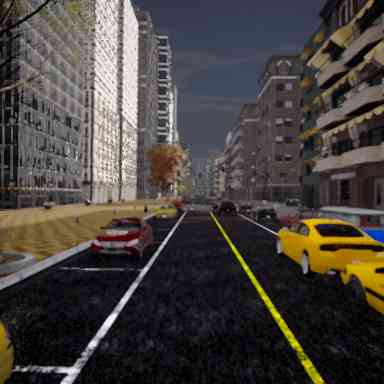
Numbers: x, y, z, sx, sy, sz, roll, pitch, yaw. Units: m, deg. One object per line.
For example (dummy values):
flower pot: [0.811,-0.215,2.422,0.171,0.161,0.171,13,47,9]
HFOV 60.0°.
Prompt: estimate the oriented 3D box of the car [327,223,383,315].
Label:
car: [3.952,1.529,4.778,1.801,1.575,5.366,1,0,1]

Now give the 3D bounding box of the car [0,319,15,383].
car: [-2.708,1.497,1.415,1.752,1.417,4.829,1,0,1]

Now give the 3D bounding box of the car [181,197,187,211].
car: [-1.925,1.710,40.306,1.887,1.381,4.507,1,0,1]

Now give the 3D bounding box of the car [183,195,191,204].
car: [-1.270,1.669,72.688,2.192,1.841,5.009,1,0,1]

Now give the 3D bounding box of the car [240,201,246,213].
car: [6.453,1.825,40.136,2.008,1.369,4.403,1,0,1]

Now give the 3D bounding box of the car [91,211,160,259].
car: [-2.483,1.608,12.648,1.802,1.307,4.206,1,0,1]

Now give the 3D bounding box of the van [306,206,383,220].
van: [5.898,1.475,12.479,1.690,1.788,3.998,1,0,1]

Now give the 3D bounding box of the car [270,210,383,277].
car: [4.068,1.580,10.587,1.882,1.535,5.008,1,0,1]

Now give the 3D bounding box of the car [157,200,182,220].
car: [-2.151,1.632,29.073,1.752,1.417,4.829,1,0,1]

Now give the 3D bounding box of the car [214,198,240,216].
car: [3.745,1.697,36.211,1.882,1.535,5.008,1,-1,2]

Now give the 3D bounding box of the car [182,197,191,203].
car: [-1.162,1.954,78.208,1.947,1.339,4.313,1,0,1]

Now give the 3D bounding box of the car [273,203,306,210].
car: [6.008,1.601,18.010,1.967,1.590,4.097,1,0,1]

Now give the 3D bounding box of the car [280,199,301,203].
car: [17.580,1.863,59.322,4.403,1.369,2.008,0,1,1]

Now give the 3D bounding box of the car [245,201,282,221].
car: [6.230,1.767,29.072,2.008,1.369,4.403,1,0,1]

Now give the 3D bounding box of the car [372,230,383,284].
car: [5.783,1.689,6.947,1.802,1.307,4.206,1,0,1]

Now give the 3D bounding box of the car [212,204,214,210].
car: [4.043,1.875,46.162,1.895,1.301,4.718,1,0,12]
